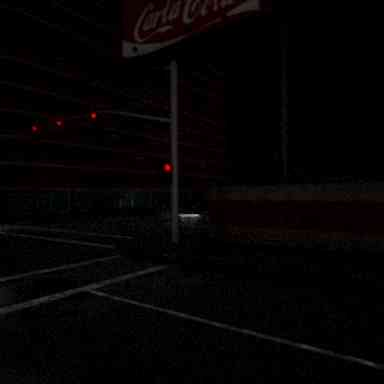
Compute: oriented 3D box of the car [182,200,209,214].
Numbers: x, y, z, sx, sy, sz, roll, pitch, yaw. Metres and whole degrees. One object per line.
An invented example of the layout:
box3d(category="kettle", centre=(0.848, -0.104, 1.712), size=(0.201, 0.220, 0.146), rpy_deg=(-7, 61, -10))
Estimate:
box3d(category="car", centre=(0.765, 1.698, 38.419), size=(1.812, 1.442, 4.674), rpy_deg=(-1, 0, 35))
